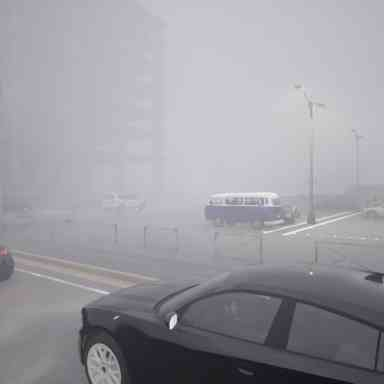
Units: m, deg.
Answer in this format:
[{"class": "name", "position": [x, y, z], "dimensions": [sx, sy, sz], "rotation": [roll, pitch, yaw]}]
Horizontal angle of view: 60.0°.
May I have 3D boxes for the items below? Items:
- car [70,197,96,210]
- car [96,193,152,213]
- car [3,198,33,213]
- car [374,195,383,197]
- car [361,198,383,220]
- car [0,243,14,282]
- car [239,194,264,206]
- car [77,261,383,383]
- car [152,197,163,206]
[{"class": "car", "position": [-12.882, 1.422, 41.730], "dimensions": [1.882, 1.535, 5.008], "rotation": [0, 0, 35]}, {"class": "car", "position": [-7.426, 1.166, 36.985], "dimensions": [2.150, 2.045, 5.566], "rotation": [0, 0, 35]}, {"class": "car", "position": [-18.723, 1.422, 33.525], "dimensions": [1.882, 1.535, 5.008], "rotation": [0, 0, 35]}, {"class": "car", "position": [17.981, 1.153, 29.262], "dimensions": [4.605, 1.855, 1.932], "rotation": [0, 0, 36]}, {"class": "car", "position": [14.757, 1.395, 24.709], "dimensions": [3.806, 1.475, 1.970], "rotation": [0, 0, 36]}, {"class": "car", "position": [-6.422, 1.564, 8.561], "dimensions": [4.181, 1.385, 1.994], "rotation": [0, 0, 36]}, {"class": "car", "position": [11.455, 1.545, 63.559], "dimensions": [1.895, 1.301, 4.718], "rotation": [0, 0, 35]}, {"class": "car", "position": [0.900, 1.478, 3.353], "dimensions": [5.008, 1.535, 1.882], "rotation": [0, 0, 36]}, {"class": "car", "position": [-6.719, 1.492, 50.388], "dimensions": [2.033, 1.411, 5.357], "rotation": [0, 0, 36]}]
